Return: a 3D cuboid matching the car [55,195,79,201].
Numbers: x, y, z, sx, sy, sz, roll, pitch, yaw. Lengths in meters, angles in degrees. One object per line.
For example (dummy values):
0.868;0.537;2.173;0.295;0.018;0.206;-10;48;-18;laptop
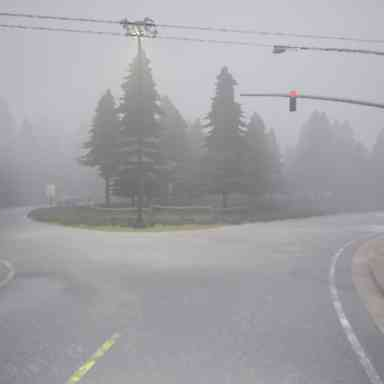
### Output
-18.830;1.128;50.318;1.812;1.442;4.674;0;0;12;car
